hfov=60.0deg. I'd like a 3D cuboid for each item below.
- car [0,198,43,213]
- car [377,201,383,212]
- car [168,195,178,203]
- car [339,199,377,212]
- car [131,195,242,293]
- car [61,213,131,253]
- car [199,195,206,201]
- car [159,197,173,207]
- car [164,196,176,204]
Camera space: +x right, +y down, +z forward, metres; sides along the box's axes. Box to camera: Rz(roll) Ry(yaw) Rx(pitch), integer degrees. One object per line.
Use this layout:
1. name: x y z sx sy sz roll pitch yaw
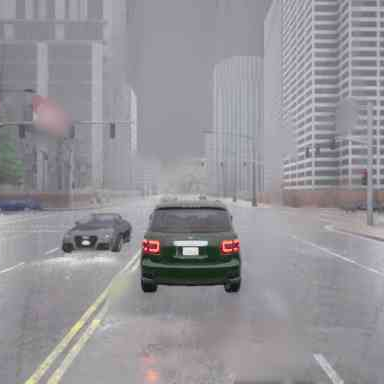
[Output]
1. car: -19.205 1.477 36.842 5.008 1.535 1.882 0 0 -1
2. car: 22.133 1.477 33.917 5.008 1.535 1.882 0 0 -1
3. car: -4.116 1.478 73.052 1.882 1.535 5.008 0 0 0
4. car: 19.464 1.547 37.382 5.357 1.411 2.033 0 0 -1
5. car: -0.021 1.221 9.015 2.150 2.045 5.566 0 0 0
6. car: -3.669 1.564 13.474 1.994 1.385 4.181 0 0 0
7. car: 2.755 1.500 88.138 1.837 1.490 4.892 0 0 0
8. car: -4.023 1.505 52.375 1.837 1.490 4.892 0 0 0
9. car: -4.083 1.525 62.595 1.812 1.442 4.674 0 0 0
